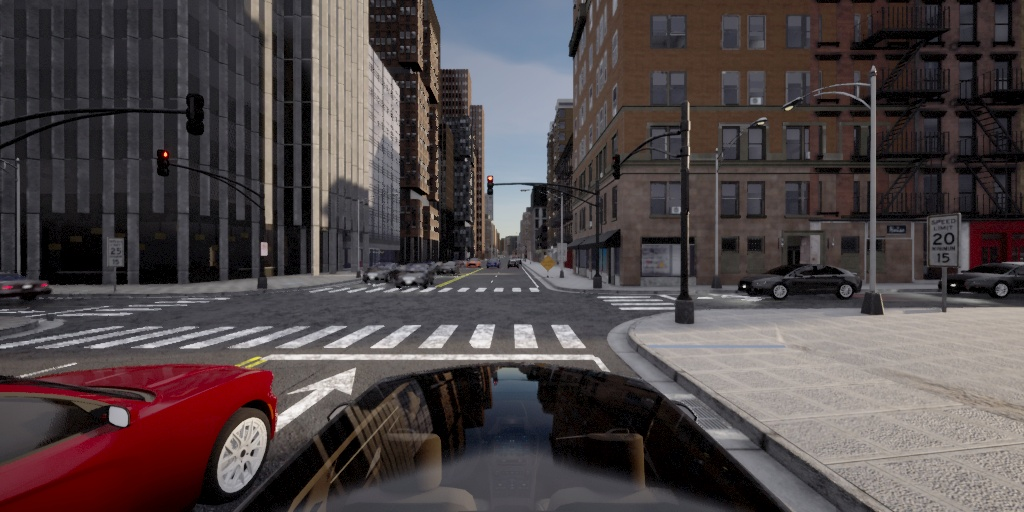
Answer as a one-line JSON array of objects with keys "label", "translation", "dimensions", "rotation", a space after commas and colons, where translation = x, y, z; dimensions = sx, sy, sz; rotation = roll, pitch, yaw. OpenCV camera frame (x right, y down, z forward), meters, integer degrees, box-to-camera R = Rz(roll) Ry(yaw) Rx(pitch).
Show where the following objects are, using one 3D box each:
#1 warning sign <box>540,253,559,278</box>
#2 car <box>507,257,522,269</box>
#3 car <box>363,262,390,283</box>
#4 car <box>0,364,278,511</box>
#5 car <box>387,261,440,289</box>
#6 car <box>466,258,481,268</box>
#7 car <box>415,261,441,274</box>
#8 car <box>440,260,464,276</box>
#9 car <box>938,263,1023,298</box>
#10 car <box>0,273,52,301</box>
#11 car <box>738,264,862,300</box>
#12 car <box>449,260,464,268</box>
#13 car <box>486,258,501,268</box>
[{"label": "warning sign", "translation": [2.915, 0.868, 29.098], "dimensions": [1.300, 1.860, 1.060], "rotation": [0, 0, 0]}, {"label": "car", "translation": [0.189, 1.271, 58.703], "dimensions": [1.837, 1.490, 4.892], "rotation": [0, 0, 0]}, {"label": "car", "translation": [-9.800, 1.242, 27.654], "dimensions": [2.128, 1.511, 4.902], "rotation": [0, 0, 1]}, {"label": "car", "translation": [-3.154, 1.228, 1.379], "dimensions": [1.882, 1.535, 5.008], "rotation": [0, 0, 0]}, {"label": "car", "translation": [-6.173, 1.245, 23.167], "dimensions": [2.128, 1.511, 4.902], "rotation": [0, 0, -5]}, {"label": "car", "translation": [-6.391, 1.118, 59.873], "dimensions": [2.097, 1.767, 4.553], "rotation": [0, 0, 1]}, {"label": "car", "translation": [-9.750, 1.322, 41.979], "dimensions": [1.994, 1.385, 4.181], "rotation": [0, 0, 0]}, {"label": "car", "translation": [-6.514, 1.262, 37.198], "dimensions": [1.837, 1.490, 4.892], "rotation": [0, 0, 0]}, {"label": "car", "translation": [22.304, 1.048, 16.149], "dimensions": [4.892, 1.490, 1.837], "rotation": [0, 0, 0]}, {"label": "car", "translation": [-24.646, 1.471, 16.541], "dimensions": [5.357, 1.411, 2.033], "rotation": [0, 0, 4]}, {"label": "car", "translation": [12.907, 1.116, 16.232], "dimensions": [4.892, 1.490, 1.837], "rotation": [0, 0, -1]}, {"label": "car", "translation": [-9.605, 1.369, 62.814], "dimensions": [1.895, 1.301, 4.718], "rotation": [0, 0, 0]}, {"label": "car", "translation": [-3.054, 1.118, 59.451], "dimensions": [2.097, 1.767, 4.553], "rotation": [0, 0, 1]}]
